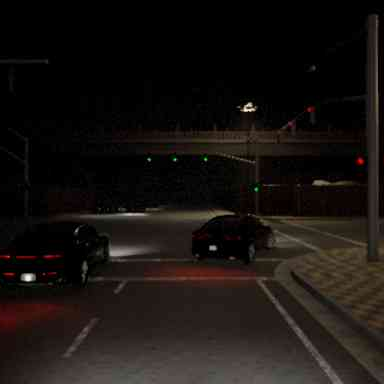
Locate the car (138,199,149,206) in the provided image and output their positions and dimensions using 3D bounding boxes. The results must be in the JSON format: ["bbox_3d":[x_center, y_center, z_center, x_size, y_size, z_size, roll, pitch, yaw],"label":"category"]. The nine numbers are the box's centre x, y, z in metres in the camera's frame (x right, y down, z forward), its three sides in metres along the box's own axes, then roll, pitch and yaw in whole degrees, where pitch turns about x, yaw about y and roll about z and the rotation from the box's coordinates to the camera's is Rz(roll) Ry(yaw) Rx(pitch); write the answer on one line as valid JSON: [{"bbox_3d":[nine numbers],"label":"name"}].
[{"bbox_3d":[-10.502,2.233,72.357,1.895,1.301,4.718,0,-1,0],"label":"car"}]

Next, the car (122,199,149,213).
[{"bbox_3d":[-7.087,1.943,42.116,1.994,1.385,4.181,0,0,0],"label":"car"}]

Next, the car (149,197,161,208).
[{"bbox_3d":[-7.048,2.044,57.624,1.812,1.442,4.674,0,-1,1],"label":"car"}]

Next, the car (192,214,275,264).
[{"bbox_3d":[1.704,1.575,12.535,1.882,1.535,5.008,-1,0,25],"label":"car"}]

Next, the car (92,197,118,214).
[{"bbox_3d":[-10.587,1.591,40.933,2.150,2.045,5.566,0,-1,0],"label":"car"}]

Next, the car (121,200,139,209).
[{"bbox_3d":[-10.551,2.060,56.948,2.033,1.411,5.357,0,-1,1],"label":"car"}]

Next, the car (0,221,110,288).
[{"bbox_3d":[-3.626,1.590,9.502,1.837,1.490,4.892,0,-1,-3],"label":"car"}]

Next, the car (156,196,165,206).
[{"bbox_3d":[-7.002,1.861,71.910,2.150,2.045,5.566,0,-1,0],"label":"car"}]
